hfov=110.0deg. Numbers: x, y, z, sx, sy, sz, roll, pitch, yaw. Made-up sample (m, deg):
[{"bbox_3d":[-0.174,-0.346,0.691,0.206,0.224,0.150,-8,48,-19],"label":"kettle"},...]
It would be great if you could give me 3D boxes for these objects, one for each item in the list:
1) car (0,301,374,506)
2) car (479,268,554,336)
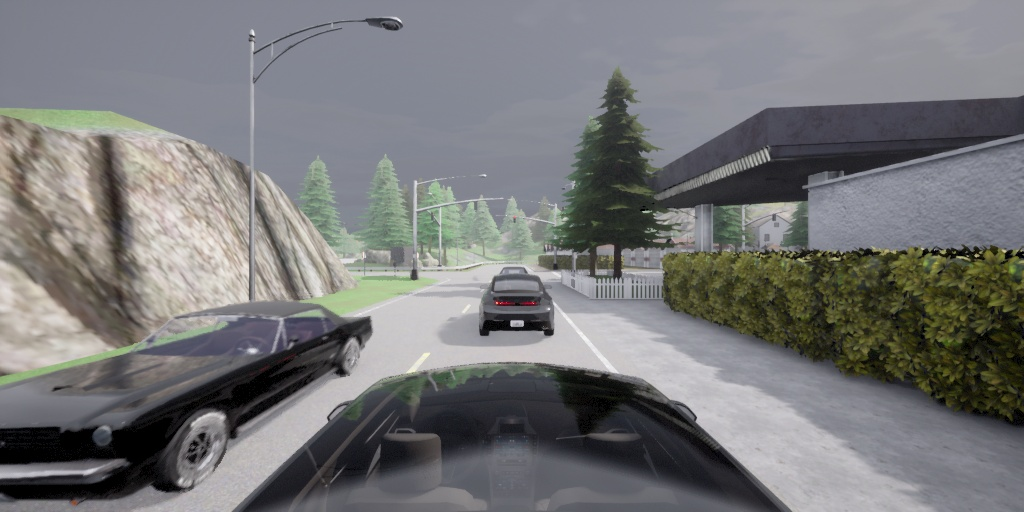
[{"bbox_3d":[-3.593,1.351,4.664,1.895,1.301,4.718,0,0,0],"label":"car"},{"bbox_3d":[0.117,1.255,10.376,1.837,1.490,4.892,0,0,0],"label":"car"}]
